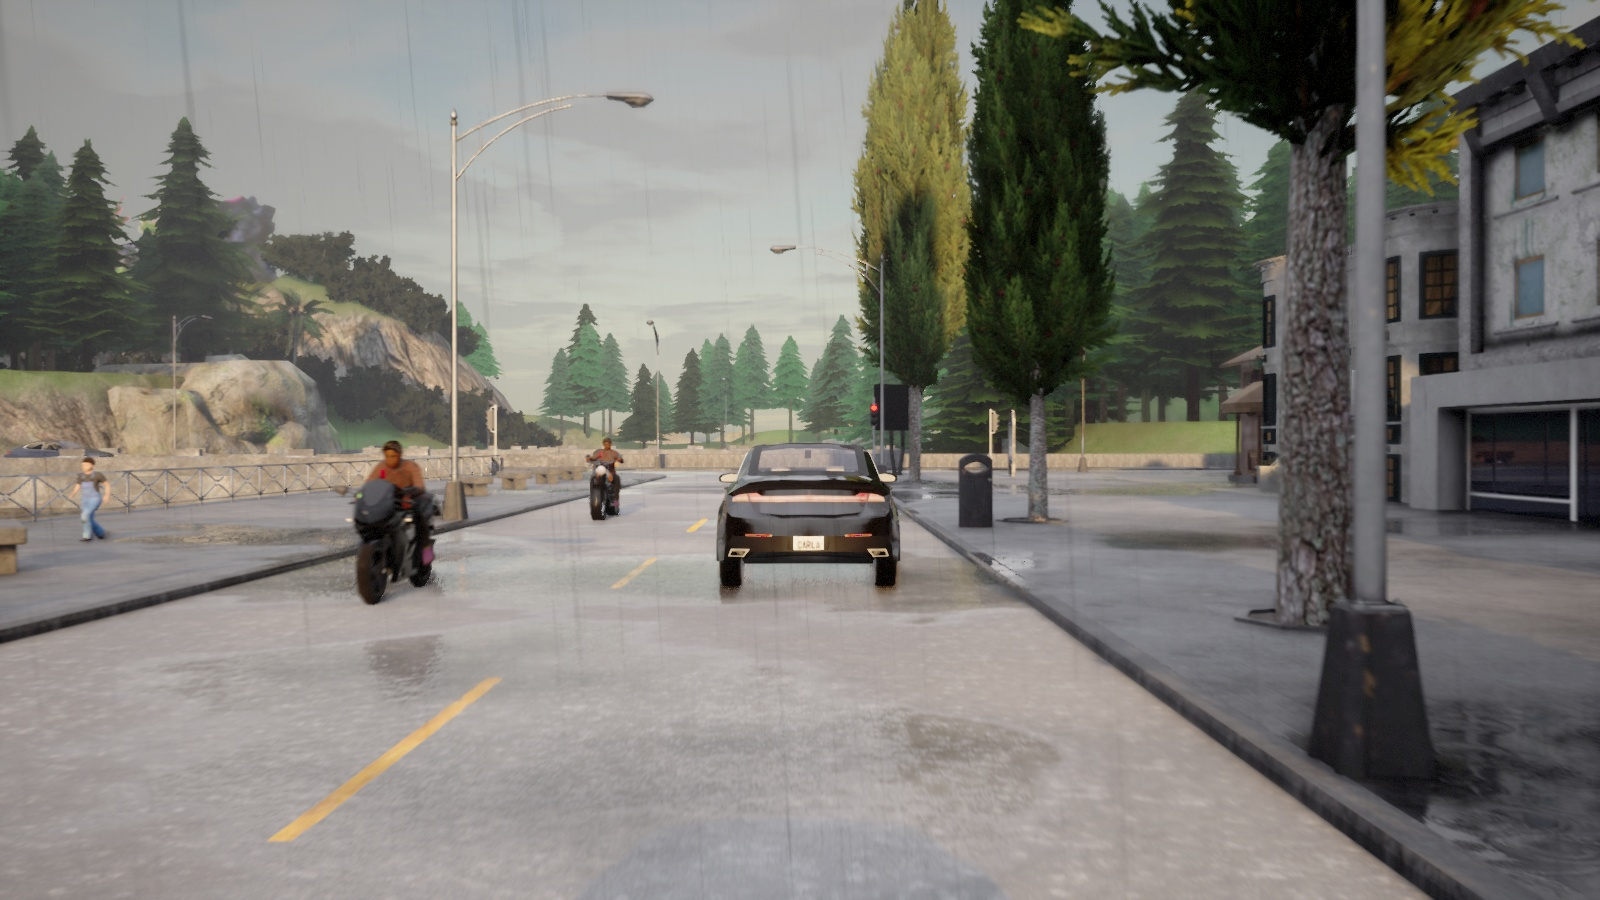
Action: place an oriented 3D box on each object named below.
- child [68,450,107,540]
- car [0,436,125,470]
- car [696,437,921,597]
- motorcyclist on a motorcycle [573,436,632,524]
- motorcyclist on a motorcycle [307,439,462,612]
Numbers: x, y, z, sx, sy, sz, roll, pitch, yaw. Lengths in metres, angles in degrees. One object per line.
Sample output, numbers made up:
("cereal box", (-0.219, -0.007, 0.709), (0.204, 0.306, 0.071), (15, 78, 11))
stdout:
("child", (-10.129, 0.628, 17.854), (0.270, 1.263, 0.437), (0, 0, 10))
("car", (-36.334, 0.148, 61.851), (5.027, 1.651, 2.152), (0, 0, 0))
("car", (0.093, 0.622, 14.337), (2.128, 1.511, 4.902), (0, 0, 0))
("motorcyclist on a motorcycle", (-3.846, 0.555, 24.667), (0.766, 1.649, 2.350), (0, 0, 1))
("motorcyclist on a motorcycle", (-3.921, 0.658, 12.049), (0.797, 1.523, 2.044), (0, 0, 1))
